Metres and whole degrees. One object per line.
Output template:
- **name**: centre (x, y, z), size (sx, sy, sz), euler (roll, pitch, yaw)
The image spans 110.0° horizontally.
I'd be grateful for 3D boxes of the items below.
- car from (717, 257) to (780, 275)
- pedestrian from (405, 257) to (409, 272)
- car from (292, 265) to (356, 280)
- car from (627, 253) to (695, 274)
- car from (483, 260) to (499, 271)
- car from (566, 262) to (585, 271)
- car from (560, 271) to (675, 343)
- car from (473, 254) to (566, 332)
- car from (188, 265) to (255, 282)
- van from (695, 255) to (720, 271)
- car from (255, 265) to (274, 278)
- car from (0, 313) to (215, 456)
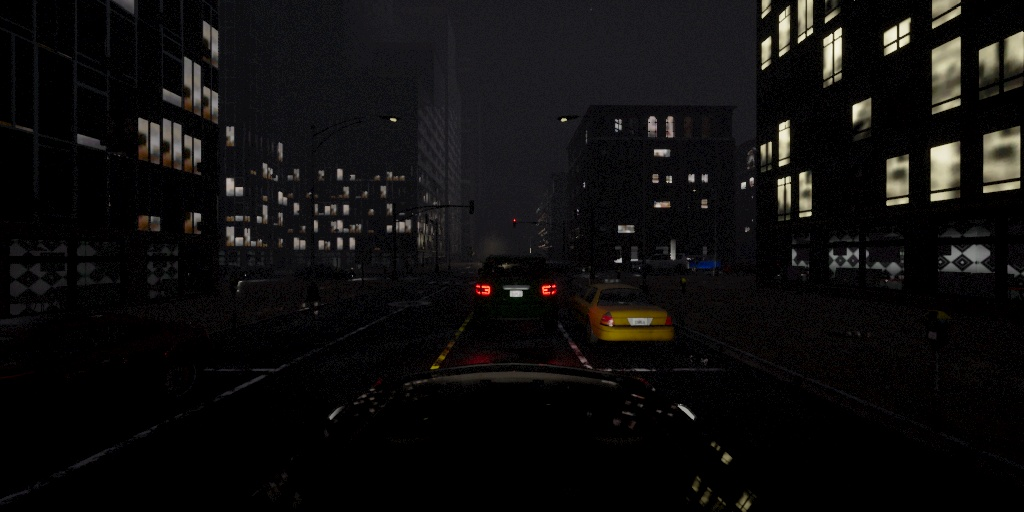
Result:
- **car**: centre (21.057, 1.019, 31.878), size (4.507, 1.381, 1.888), euler (0, 0, -1)
- **pedestrian**: centre (-12.390, 1.020, 42.297), size (0.375, 1.860, 0.375), euler (0, 1, -1)
- **car**: centre (-17.721, 1.514, 33.861), size (5.357, 1.411, 2.033), euler (-1, 0, -1)
- **car**: centre (15.398, 0.755, 37.228), size (5.566, 2.045, 2.150), euler (-1, 0, -1)
- **car**: centre (-2.911, 1.299, 50.722), size (2.033, 1.411, 5.357), euler (0, 0, 1)
- **car**: centre (4.640, 1.166, 35.230), size (4.902, 1.511, 2.128), euler (-1, 0, 26)
- **car**: centre (2.558, 1.275, 9.475), size (1.751, 1.417, 4.829), euler (0, 0, 0)
- **car**: centre (0.090, 0.971, 11.028), size (2.150, 2.045, 5.566), euler (0, 0, 0)
- **car**: centre (-27.536, 1.602, 33.726), size (4.892, 1.490, 1.837), euler (-1, 0, -1)
- **van**: centre (20.941, 0.799, 39.758), size (3.998, 1.789, 1.690), euler (0, 0, -1)
- **car**: centre (-28.439, 1.648, 39.096), size (4.403, 1.370, 2.007), euler (0, 0, -1)
- **car**: centre (-5.317, 1.332, 3.738), size (1.802, 1.307, 4.207), euler (0, 0, 0)
